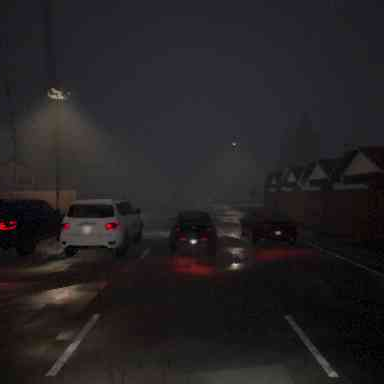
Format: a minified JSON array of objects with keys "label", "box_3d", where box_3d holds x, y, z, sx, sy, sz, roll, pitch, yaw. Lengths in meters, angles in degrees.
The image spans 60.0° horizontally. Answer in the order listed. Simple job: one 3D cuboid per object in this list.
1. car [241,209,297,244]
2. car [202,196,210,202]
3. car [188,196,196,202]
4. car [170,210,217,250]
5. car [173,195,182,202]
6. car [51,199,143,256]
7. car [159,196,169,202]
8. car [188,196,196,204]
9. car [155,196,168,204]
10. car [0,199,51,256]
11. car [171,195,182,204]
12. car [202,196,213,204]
[{"label":"car","box_3d":[3.578,1.561,16.241,1.882,1.535,5.008,0,0,0]},{"label":"car","box_3d":[3.499,1.772,83.326,1.837,1.490,4.892,0,0,0]},{"label":"car","box_3d":[-0.001,1.797,83.326,1.812,1.442,4.674,0,0,0]},{"label":"car","box_3d":[0.072,1.583,14.792,1.837,1.490,4.892,0,0,0]},{"label":"car","box_3d":[-3.501,1.627,83.297,2.097,1.767,4.553,0,0,0]},{"label":"car","box_3d":[-3.434,1.294,13.623,2.150,2.045,5.566,0,0,0]},{"label":"car","box_3d":[-7.001,1.798,83.326,2.128,1.511,4.902,0,0,0]},{"label":"car","box_3d":[-0.001,1.959,73.351,1.895,1.301,4.718,0,0,0]},{"label":"car","box_3d":[-7.001,1.888,73.322,1.812,1.442,4.674,0,0,0]},{"label":"car","box_3d":[-6.934,1.294,13.641,2.150,2.045,5.566,0,0,0]},{"label":"car","box_3d":[-3.501,1.586,72.938,2.150,2.045,5.566,0,0,0]},{"label":"car","box_3d":[3.499,1.887,73.322,1.812,1.442,4.674,0,0,0]}]
